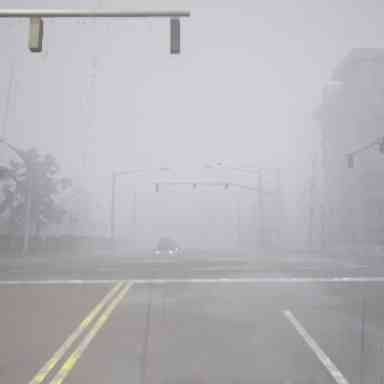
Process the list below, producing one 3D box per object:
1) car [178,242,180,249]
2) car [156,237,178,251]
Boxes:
[{"bbox_3d":[-3.215,9.234,58.292,1.994,1.385,4.181,0,-9,1],"label":"car"},{"bbox_3d":[-3.349,6.575,42.397,2.097,1.767,4.553,0,-9,0],"label":"car"}]
